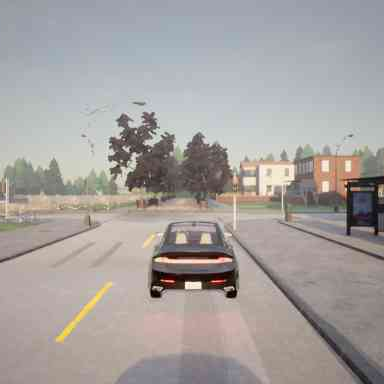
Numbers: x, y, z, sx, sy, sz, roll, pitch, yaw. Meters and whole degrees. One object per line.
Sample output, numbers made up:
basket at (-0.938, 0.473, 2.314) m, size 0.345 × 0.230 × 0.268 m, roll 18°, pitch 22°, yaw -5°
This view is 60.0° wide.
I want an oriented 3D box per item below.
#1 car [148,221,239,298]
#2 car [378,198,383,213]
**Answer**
car at (0.049, 1.492, 8.484) m, size 2.128 × 1.511 × 4.902 m, roll 0°, pitch 0°, yaw 1°
car at (18.442, 1.352, 33.377) m, size 4.553 × 1.767 × 2.097 m, roll 0°, pitch 0°, yaw 0°
